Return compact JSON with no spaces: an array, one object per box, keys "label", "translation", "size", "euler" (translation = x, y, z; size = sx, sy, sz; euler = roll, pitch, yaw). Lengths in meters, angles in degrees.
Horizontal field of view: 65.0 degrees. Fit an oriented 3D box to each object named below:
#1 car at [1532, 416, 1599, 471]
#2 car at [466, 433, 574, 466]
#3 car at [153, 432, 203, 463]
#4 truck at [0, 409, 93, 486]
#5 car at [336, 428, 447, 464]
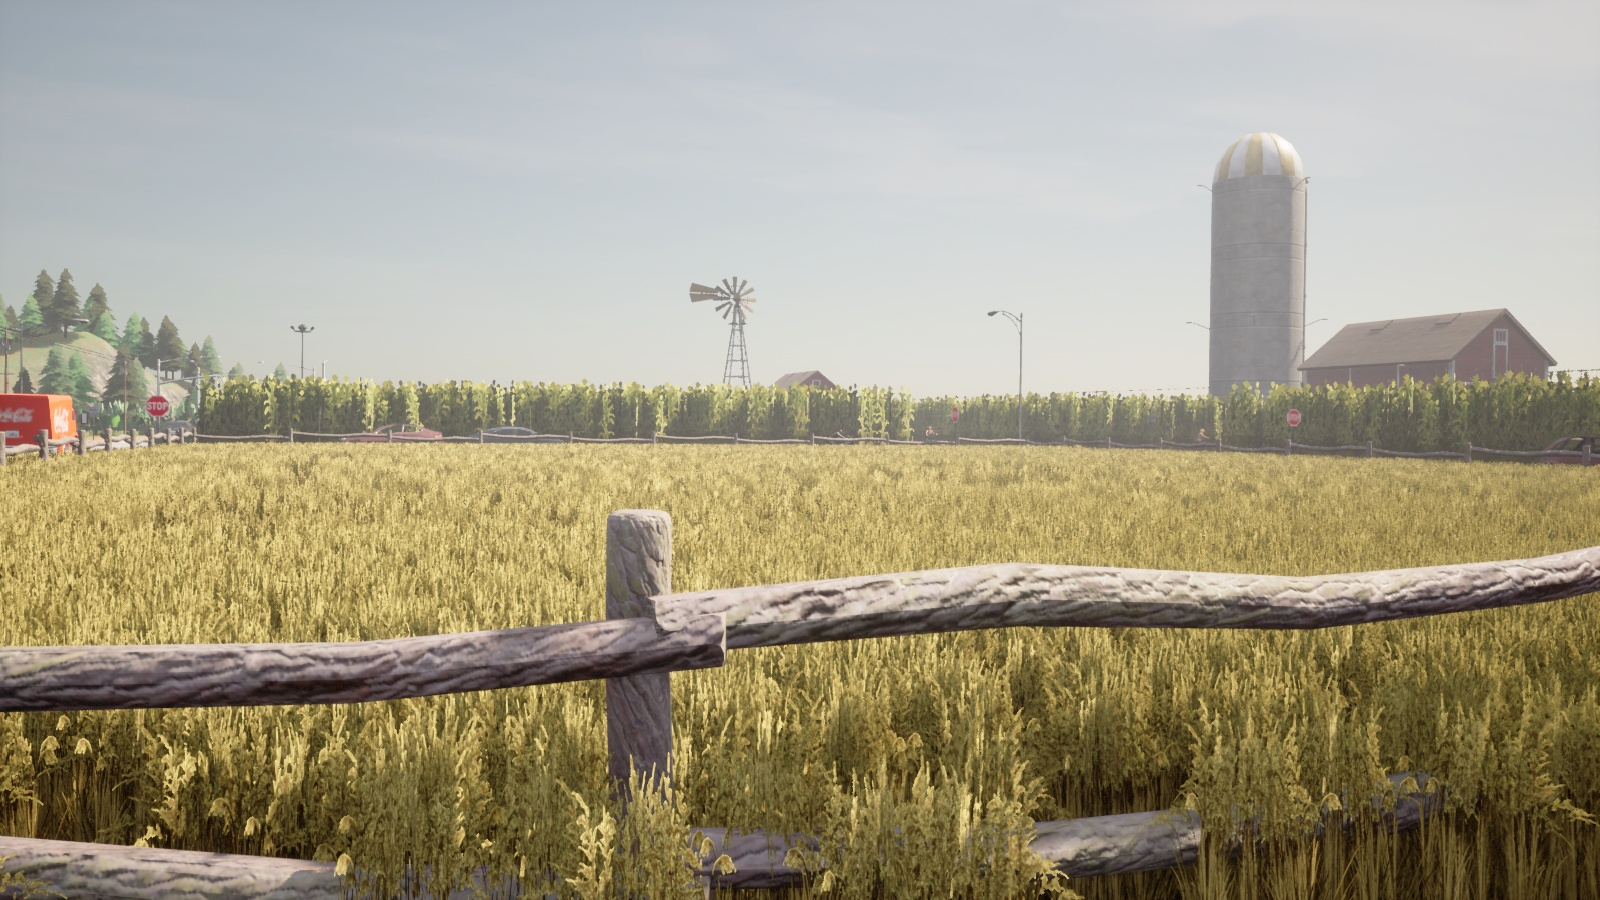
[{"label":"car","translation":[24.218,-0.200,37.328],"size":[1.851,1.617,3.988],"euler":[-1,1,-19]},{"label":"car","translation":[-13.447,-0.034,60.253],"size":[4.892,1.490,1.837],"euler":[-1,1,-19]},{"label":"car","translation":[-37.831,-0.179,76.481],"size":[2.097,1.767,4.553],"euler":[-1,1,-19]},{"label":"truck","translation":[-26.350,-0.105,43.126],"size":[2.627,2.467,5.204],"euler":[-1,1,-19]},{"label":"car","translation":[-19.938,-0.205,61.306],"size":[5.027,1.651,2.152],"euler":[-1,1,-19]}]
